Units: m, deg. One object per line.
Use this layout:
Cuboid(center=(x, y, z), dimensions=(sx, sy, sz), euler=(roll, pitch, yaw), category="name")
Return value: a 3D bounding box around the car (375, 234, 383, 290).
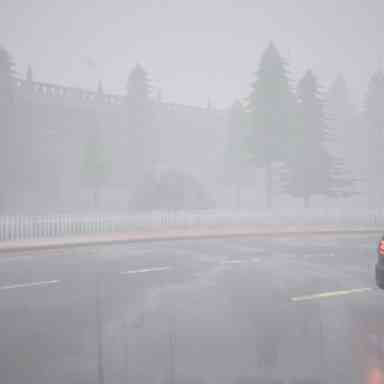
Cuboid(center=(6.083, 1.173, 5.995), dimensions=(5.566, 2.045, 2.150), euler=(0, 0, -16), category="car")
